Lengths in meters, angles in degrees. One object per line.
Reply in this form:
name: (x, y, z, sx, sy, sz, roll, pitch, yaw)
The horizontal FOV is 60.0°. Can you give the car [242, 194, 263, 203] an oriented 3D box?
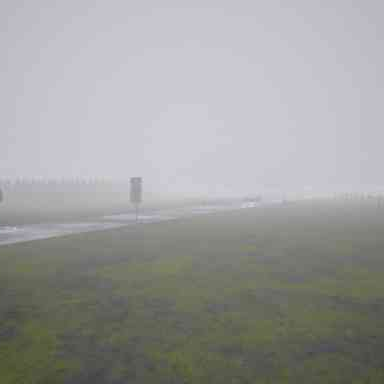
car: (9.978, 0.972, 54.100, 2.033, 1.411, 5.357, 0, 1, 30)
